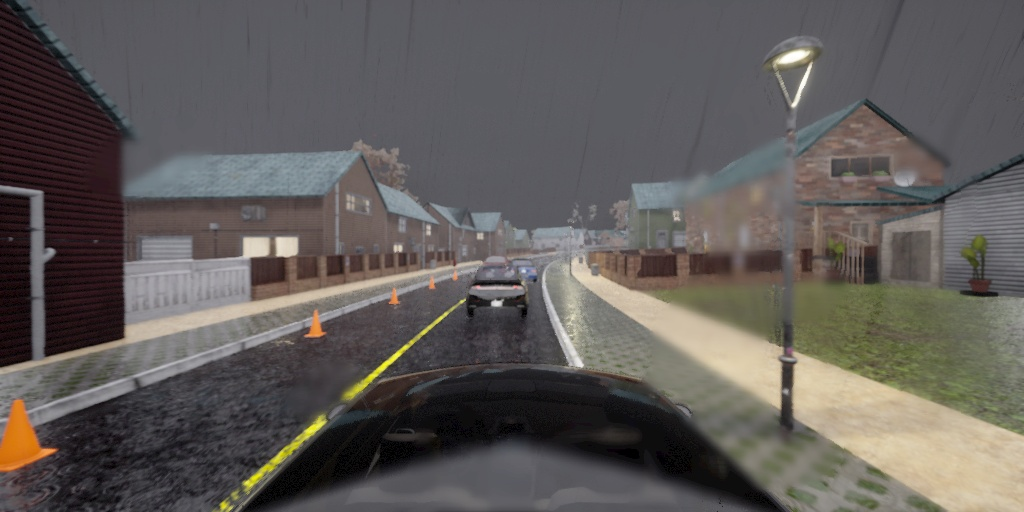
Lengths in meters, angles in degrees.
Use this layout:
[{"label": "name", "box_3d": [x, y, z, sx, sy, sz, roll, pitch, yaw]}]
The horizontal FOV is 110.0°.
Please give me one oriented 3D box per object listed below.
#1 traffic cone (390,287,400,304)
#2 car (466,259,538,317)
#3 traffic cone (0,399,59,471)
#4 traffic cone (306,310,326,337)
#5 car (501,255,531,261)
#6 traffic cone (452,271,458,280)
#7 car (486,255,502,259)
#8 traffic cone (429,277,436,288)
[{"label": "traffic cone", "box_3d": [-4.442, 1.477, 13.540, 0.340, 0.580, 0.340, 0, 0, 3]}, {"label": "car", "box_3d": [-0.445, 1.041, 12.159, 2.128, 1.511, 4.902, 0, 1, -1]}, {"label": "traffic cone", "box_3d": [-4.727, 1.670, 3.444, 0.340, 0.580, 0.340, 0, 0, 0]}, {"label": "traffic cone", "box_3d": [-4.637, 1.575, 8.492, 0.340, 0.580, 0.340, 0, 0, 2]}, {"label": "car", "box_3d": [0.540, 0.863, 23.047, 2.033, 1.411, 5.357, 0, 1, -3]}, {"label": "traffic cone", "box_3d": [-3.737, 1.259, 23.615, 0.340, 0.580, 0.340, 0, 0, 5]}, {"label": "car", "box_3d": [-1.174, 0.684, 27.597, 1.882, 1.535, 5.008, 0, 1, 5]}, {"label": "traffic cone", "box_3d": [-4.142, 1.372, 18.581, 0.340, 0.580, 0.340, 0, 0, 4]}]
